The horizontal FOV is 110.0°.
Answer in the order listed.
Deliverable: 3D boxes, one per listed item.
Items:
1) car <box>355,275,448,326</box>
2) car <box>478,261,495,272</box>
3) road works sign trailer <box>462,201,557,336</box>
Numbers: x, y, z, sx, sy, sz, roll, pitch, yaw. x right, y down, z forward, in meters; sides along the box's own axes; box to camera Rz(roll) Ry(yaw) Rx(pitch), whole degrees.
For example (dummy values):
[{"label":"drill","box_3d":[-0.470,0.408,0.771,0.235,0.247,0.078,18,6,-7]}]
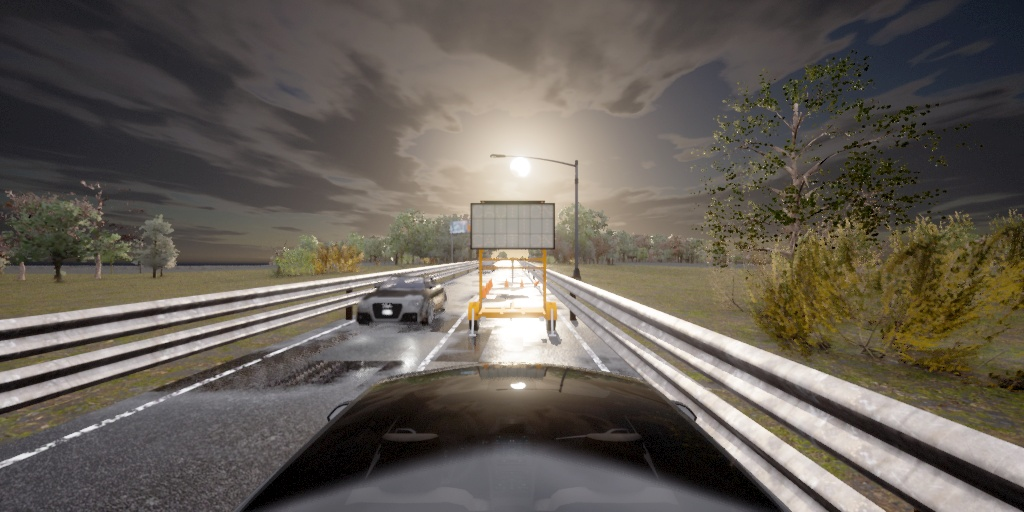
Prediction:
[{"label":"car","box_3d":[-3.338,1.316,11.574,1.994,1.385,4.181,0,0,0]},{"label":"car","box_3d":[-3.197,1.287,45.362,1.812,1.442,4.674,0,0,0]},{"label":"road works sign trailer","box_3d":[0.021,0.217,10.343,2.380,3.560,2.880,0,0,0]}]
